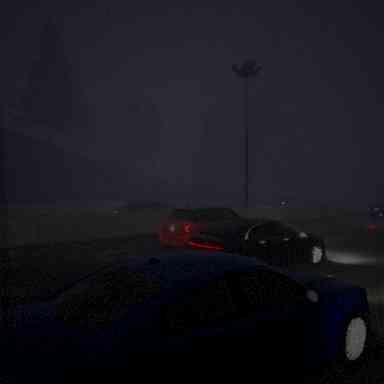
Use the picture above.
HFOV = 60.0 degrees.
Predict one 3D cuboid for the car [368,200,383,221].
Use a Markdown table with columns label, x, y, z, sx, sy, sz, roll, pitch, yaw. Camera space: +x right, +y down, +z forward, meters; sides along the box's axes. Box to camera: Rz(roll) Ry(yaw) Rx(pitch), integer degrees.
| label | x | y | z | sx | sy | sz | roll | pitch | yaw |
| --- | --- | --- | --- | --- | --- | --- | --- | --- | --- |
| car | 15.703 | 1.487 | 26.224 | 4.902 | 1.511 | 2.128 | 0 | 0 | -44 |

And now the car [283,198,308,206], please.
| label | x | y | z | sx | sy | sz | roll | pitch | yaw |
| --- | --- | --- | --- | --- | --- | --- | --- | --- | --- |
| car | 14.671 | 1.535 | 45.416 | 1.812 | 1.442 | 4.674 | 0 | 0 | 42 |

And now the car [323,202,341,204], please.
| label | x | y | z | sx | sy | sz | roll | pitch | yaw |
| --- | --- | --- | --- | --- | --- | --- | --- | --- | --- |
| car | 18.457 | 1.481 | 44.354 | 1.882 | 1.535 | 5.008 | 0 | 0 | 42 |

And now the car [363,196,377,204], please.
| label | x | y | z | sx | sy | sz | roll | pitch | yaw |
| --- | --- | --- | --- | --- | --- | --- | --- | --- | --- |
| car | 34.604 | 1.518 | 64.744 | 1.812 | 1.442 | 4.674 | 0 | 0 | 35 |

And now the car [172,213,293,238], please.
| label | x | y | z | sx | sy | sz | roll | pitch | yaw |
| --- | --- | --- | --- | --- | --- | --- | --- | --- | --- |
| car | 2.018 | 1.509 | 9.798 | 4.892 | 1.490 | 1.837 | 0 | 0 | -38 |

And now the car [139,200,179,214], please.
| label | x | y | z | sx | sy | sz | roll | pitch | yaw |
| --- | --- | --- | --- | --- | --- | --- | --- | --- | --- |
| car | -3.651 | 1.593 | 37.173 | 4.181 | 1.385 | 1.994 | 0 | 0 | -42 |

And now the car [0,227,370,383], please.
| label | x | y | z | sx | sy | sz | roll | pitch | yaw |
| --- | --- | --- | --- | --- | --- | --- | --- | --- | --- |
| car | 0.262 | 1.480 | 4.070 | 5.008 | 1.535 | 1.882 | 0 | 0 | -36 |

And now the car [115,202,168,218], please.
| label | x | y | z | sx | sy | sz | roll | pitch | yaw |
| --- | --- | --- | --- | --- | --- | --- | --- | --- | --- |
| car | -4.703 | 1.628 | 31.582 | 4.718 | 1.301 | 1.895 | 0 | 0 | -40 |

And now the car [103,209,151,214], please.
| label | x | y | z | sx | sy | sz | roll | pitch | yaw |
| --- | --- | --- | --- | --- | --- | --- | --- | --- | --- |
| car | -3.985 | 1.374 | 23.140 | 4.553 | 1.767 | 2.097 | 0 | 0 | -39 |

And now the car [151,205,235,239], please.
| label | x | y | z | sx | sy | sz | roll | pitch | yaw |
| --- | --- | --- | --- | --- | --- | --- | --- | --- | --- |
| car | 0.955 | 1.360 | 13.420 | 4.553 | 1.767 | 2.097 | 0 | 0 | -38 |
